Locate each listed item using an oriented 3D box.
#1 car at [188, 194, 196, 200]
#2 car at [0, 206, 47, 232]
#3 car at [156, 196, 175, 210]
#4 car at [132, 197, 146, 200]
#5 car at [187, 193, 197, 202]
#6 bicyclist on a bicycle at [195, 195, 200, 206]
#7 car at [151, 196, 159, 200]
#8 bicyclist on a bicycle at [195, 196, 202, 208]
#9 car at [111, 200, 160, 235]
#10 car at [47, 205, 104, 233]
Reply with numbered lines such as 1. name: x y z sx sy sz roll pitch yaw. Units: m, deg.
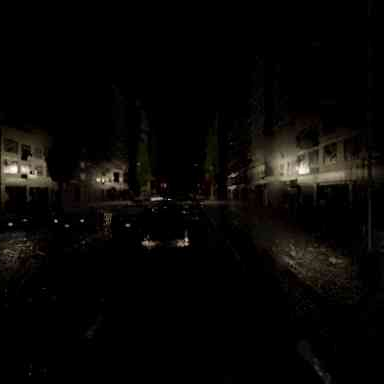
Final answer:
1. car: 0.002 1.339 88.799 2.128 1.511 4.902 0 0 0
2. car: -9.848 1.556 20.010 1.994 1.385 4.181 0 0 0
3. car: -3.148 1.568 41.956 1.895 1.301 4.718 0 0 0
4. car: -9.768 1.543 61.123 1.895 1.301 4.718 0 0 1
5. car: 0.002 1.138 76.737 2.150 2.045 5.566 0 0 0
6. bicyclist on a bicycle: 0.911 1.387 54.705 0.866 1.612 1.509 0 0 0
7. car: -6.532 1.467 61.154 1.812 1.442 4.674 0 0 1
8. bicyclist on a bicycle: 0.885 1.399 45.610 0.866 1.612 1.509 0 0 0
9. car: -3.149 1.471 18.765 1.882 1.535 5.008 0 0 0
10. car: -6.598 1.518 19.882 1.812 1.442 4.674 0 0 0
